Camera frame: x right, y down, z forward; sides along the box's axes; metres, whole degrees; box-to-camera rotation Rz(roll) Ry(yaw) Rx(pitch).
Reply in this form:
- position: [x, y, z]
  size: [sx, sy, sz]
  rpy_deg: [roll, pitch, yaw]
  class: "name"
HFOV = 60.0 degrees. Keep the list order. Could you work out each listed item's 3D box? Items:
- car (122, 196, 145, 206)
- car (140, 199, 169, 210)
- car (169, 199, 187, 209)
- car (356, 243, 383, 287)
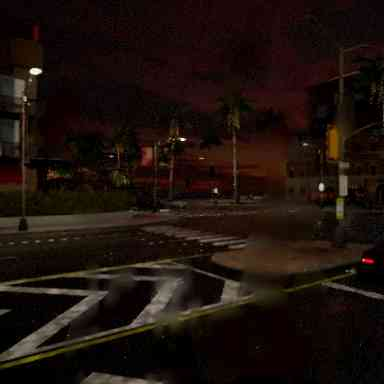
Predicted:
- position: [-9.985, 1.485, 56.090]
  size: [1.882, 1.535, 5.008]
  rpy_deg: [0, 0, -35]
  class: "car"
- position: [-5.270, 1.570, 43.217]
  size: [1.994, 1.385, 4.181]
  rpy_deg: [0, 0, -35]
  class: "car"
- position: [-2.637, 1.608, 45.560]
  size: [1.895, 1.301, 4.718]
  rpy_deg: [0, 0, -35]
  class: "car"
- position: [6.138, 1.550, 8.159]
  size: [5.357, 1.411, 2.033]
  rpy_deg: [0, 0, -36]
  class: "car"
